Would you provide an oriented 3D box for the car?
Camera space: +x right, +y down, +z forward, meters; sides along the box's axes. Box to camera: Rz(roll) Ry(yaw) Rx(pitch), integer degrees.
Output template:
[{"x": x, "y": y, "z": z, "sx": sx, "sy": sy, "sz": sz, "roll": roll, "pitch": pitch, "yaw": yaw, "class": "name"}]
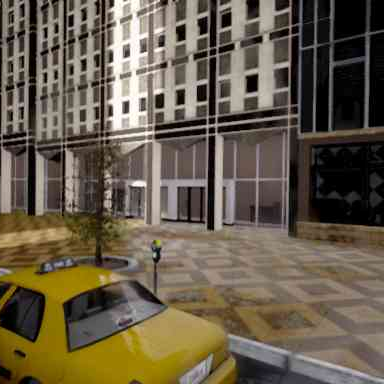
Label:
[{"x": -1.840, "y": 1.503, "z": 4.178, "sx": 4.829, "sy": 1.417, "sz": 1.752, "roll": 0, "pitch": 1, "yaw": 35, "class": "car"}]
